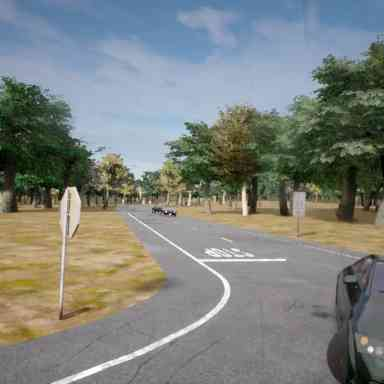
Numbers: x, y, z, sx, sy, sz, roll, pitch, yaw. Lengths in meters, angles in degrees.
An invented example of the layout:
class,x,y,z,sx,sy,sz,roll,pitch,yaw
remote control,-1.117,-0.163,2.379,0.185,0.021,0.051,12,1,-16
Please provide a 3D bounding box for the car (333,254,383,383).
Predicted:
class,x,y,z,sx,sy,sz,roll,pitch,yaw
car,3.137,1.643,4.667,1.994,1.385,4.181,1,-1,22

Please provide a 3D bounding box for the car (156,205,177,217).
class,x,y,z,sx,sy,sz,roll,pitch,yaw
car,-3.514,2.849,48.061,1.895,1.301,4.718,3,-2,-13

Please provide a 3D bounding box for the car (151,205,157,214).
class,x,y,z,sx,sy,sz,roll,pitch,yaw
car,-5.783,2.960,56.904,1.882,1.535,5.008,3,-2,-14
